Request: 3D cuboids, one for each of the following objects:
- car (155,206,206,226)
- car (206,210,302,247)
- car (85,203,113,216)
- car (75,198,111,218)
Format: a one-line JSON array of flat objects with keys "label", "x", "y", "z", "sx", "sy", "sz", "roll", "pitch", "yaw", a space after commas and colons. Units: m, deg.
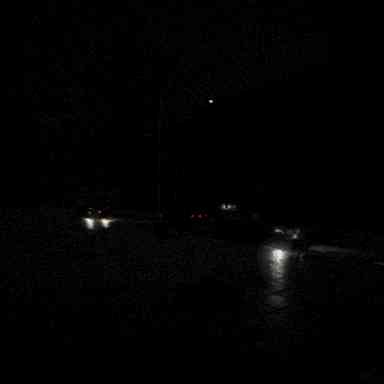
[{"label": "car", "x": -0.866, "y": 1.832, "z": 26.268, "sx": 2.033, "sy": 1.411, "sz": 5.357, "roll": 1, "pitch": -2, "yaw": -35}, {"label": "car", "x": 2.943, "y": 1.613, "z": 15.750, "sx": 1.812, "sy": 1.442, "sz": 4.674, "roll": 1, "pitch": -2, "yaw": -35}, {"label": "car", "x": -11.721, "y": 2.091, "z": 41.672, "sx": 1.837, "sy": 1.490, "sz": 4.892, "roll": 1, "pitch": -2, "yaw": -35}, {"label": "car", "x": -10.672, "y": 1.652, "z": 35.100, "sx": 2.150, "sy": 2.045, "sz": 5.566, "roll": 1, "pitch": -2, "yaw": -35}]
